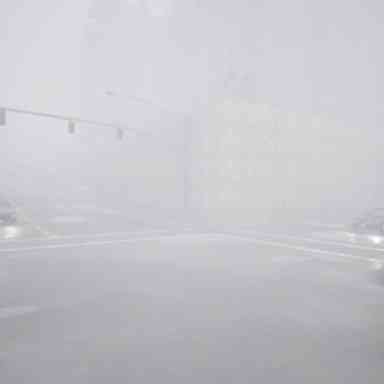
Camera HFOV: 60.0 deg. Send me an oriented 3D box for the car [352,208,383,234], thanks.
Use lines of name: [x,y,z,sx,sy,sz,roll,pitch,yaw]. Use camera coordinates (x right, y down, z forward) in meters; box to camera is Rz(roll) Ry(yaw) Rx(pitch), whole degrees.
car: [12.124,1.757,21.226,4.674,1.442,1.812,1,0,-35]

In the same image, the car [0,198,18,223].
car: [-12.746,1.111,21.676,2.033,1.411,5.357,1,4,-36]
